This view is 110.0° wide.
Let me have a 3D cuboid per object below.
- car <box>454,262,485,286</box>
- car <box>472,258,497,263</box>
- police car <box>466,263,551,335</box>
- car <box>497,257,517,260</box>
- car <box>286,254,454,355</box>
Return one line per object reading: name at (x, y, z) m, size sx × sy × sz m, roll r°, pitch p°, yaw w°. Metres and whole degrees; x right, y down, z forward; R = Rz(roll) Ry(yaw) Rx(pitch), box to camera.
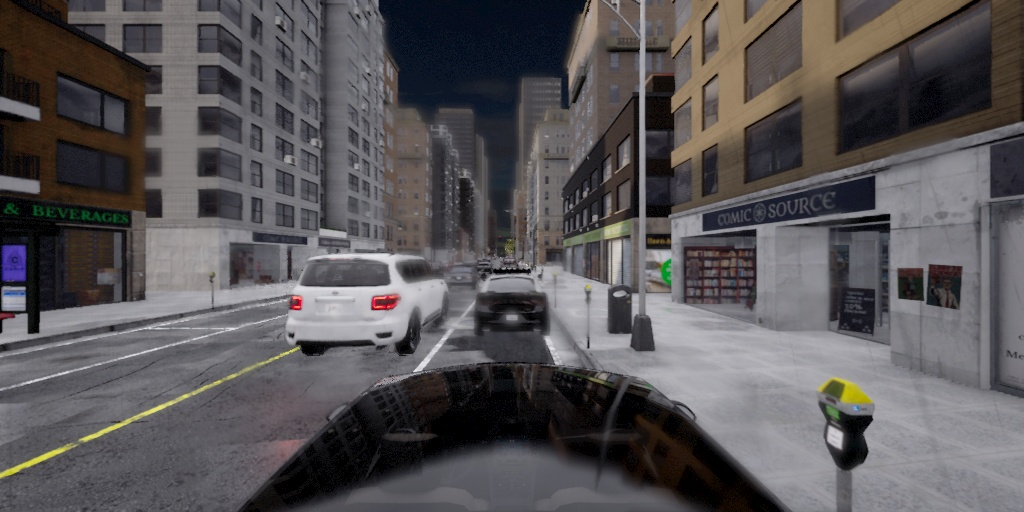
car at (-3.001, 1.300, 22.821) m, size 2.033 × 1.411 × 5.357 m, roll 0°, pitch 0°, yaw 0°
car at (-3.065, 1.259, 40.839) m, size 1.837 × 1.490 × 4.892 m, roll 0°, pitch 0°, yaw 0°
police car at (0.009, 1.176, 10.605) m, size 1.930 × 1.638 × 5.238 m, roll 0°, pitch 0°, yaw 0°
car at (-0.209, 1.068, 40.305) m, size 2.192 × 1.841 × 5.009 m, roll 0°, pitch 0°, yaw 0°
car at (-3.029, 0.973, 8.799) m, size 2.150 × 2.045 × 5.566 m, roll 0°, pitch 0°, yaw 0°
